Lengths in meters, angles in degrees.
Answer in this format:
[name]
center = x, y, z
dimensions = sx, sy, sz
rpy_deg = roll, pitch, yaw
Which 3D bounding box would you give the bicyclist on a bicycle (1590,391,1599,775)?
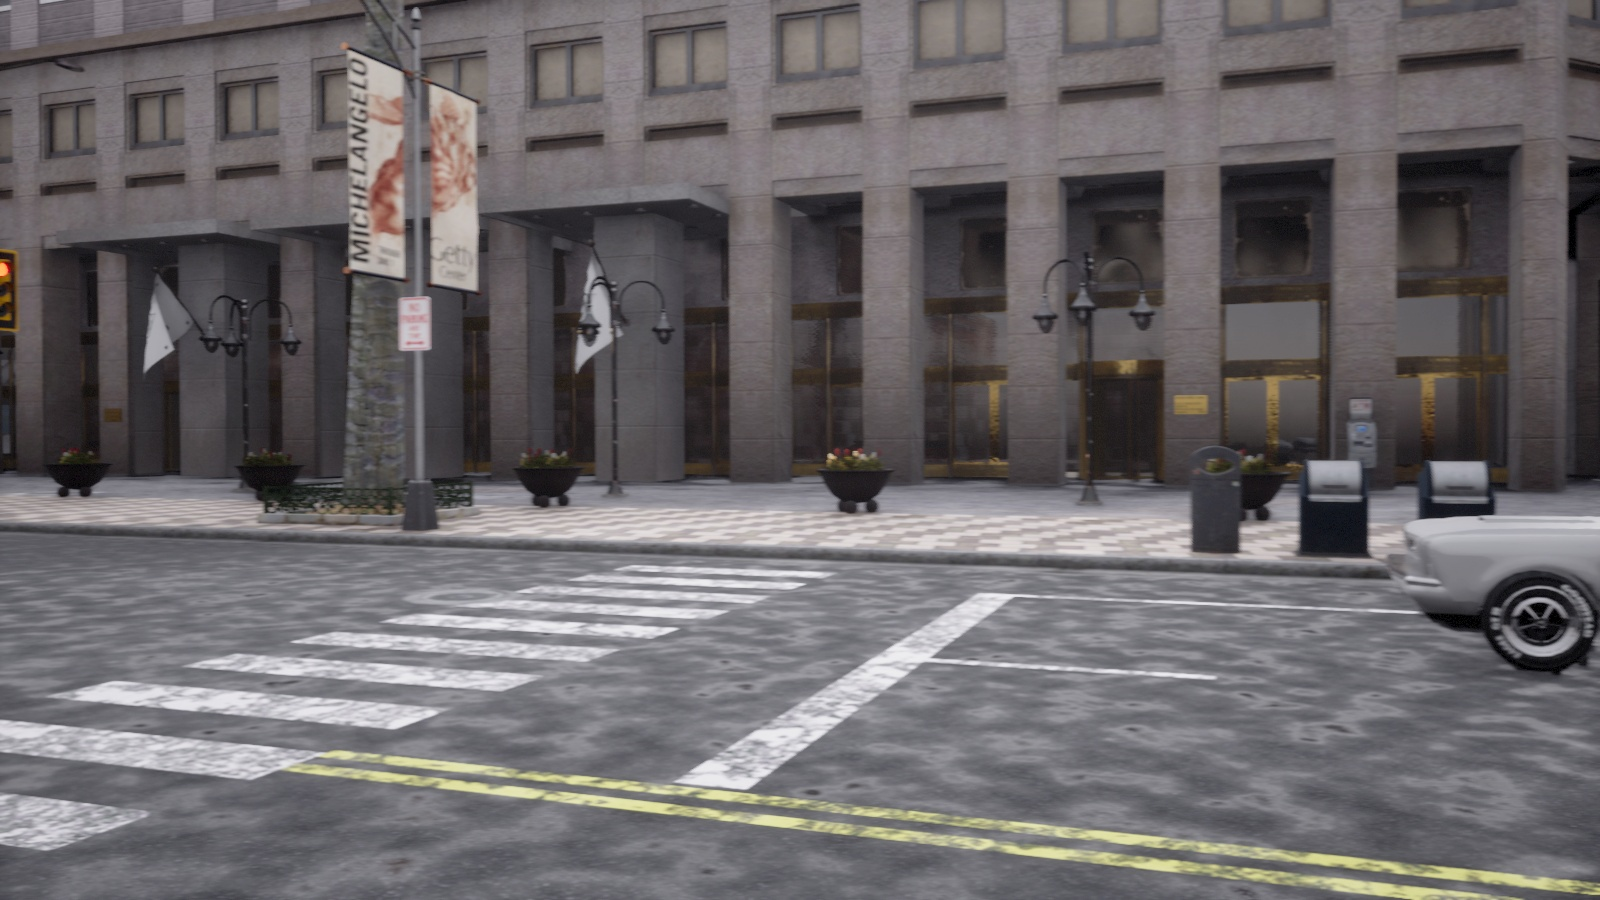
[bicyclist on a bicycle]
center = 4.512, 0.627, 5.323
dimensions = 1.843, 1.776, 0.659
rpy_deg = 1, 1, 20

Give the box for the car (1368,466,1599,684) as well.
[car]
center = 6.422, 0.815, 8.334
dimensions = 4.718, 1.301, 1.895
rpy_deg = 1, 1, 21
